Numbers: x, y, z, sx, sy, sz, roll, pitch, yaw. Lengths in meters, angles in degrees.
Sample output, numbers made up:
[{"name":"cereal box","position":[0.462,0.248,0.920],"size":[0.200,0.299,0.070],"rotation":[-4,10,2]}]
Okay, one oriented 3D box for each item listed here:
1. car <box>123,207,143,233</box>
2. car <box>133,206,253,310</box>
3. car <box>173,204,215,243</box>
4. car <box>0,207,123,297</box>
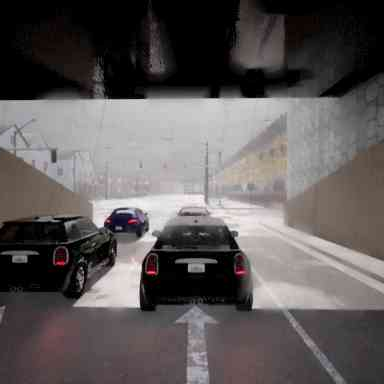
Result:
[{"name":"car","position":[-3.411,1.520,17.769],"size":[1.812,1.442,4.674],"rotation":[0,0,0]},{"name":"car","position":[0.080,1.349,7.955],"size":[2.097,1.767,4.553],"rotation":[0,0,0]},{"name":"car","position":[0.089,1.472,17.223],"size":[1.882,1.535,5.008],"rotation":[0,0,0]},{"name":"car","position":[-3.414,1.349,8.718],"size":[2.097,1.767,4.553],"rotation":[0,0,0]}]
